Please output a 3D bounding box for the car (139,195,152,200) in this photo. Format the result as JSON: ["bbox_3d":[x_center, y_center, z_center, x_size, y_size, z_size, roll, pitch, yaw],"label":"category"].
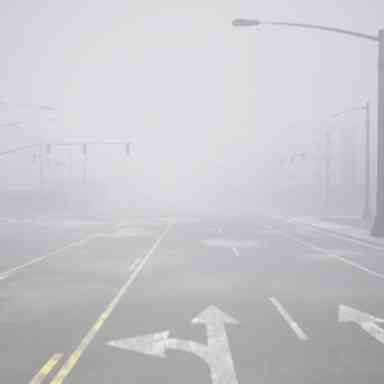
[{"bbox_3d":[-11.828,1.373,84.253,2.033,1.411,5.357,0,0,-29],"label":"car"}]
